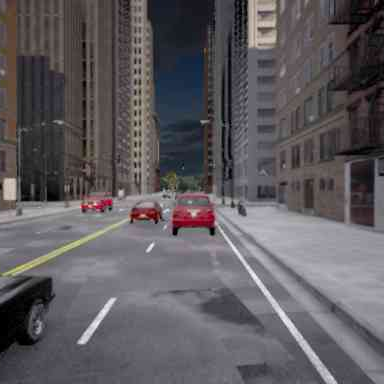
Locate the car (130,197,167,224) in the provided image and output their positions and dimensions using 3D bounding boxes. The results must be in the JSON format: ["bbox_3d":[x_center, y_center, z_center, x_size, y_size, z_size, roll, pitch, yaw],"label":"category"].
[{"bbox_3d":[-3.156,1.347,23.818,1.882,1.535,5.008,0,0,0],"label":"car"}]

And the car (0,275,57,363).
[{"bbox_3d":[-3.149,1.585,3.343,1.895,1.301,4.718,0,0,0],"label":"car"}]

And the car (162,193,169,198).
[{"bbox_3d":[-6.526,1.036,84.293,2.033,1.411,5.357,0,0,0],"label":"car"}]

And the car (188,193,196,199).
[{"bbox_3d":[-0.027,0.963,86.984,1.837,1.490,4.892,0,0,0],"label":"car"}]

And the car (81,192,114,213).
[{"bbox_3d":[-9.762,1.026,34.735,2.150,2.045,5.566,0,0,0],"label":"car"}]

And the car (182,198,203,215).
[{"bbox_3d":[0.109,1.341,32.103,1.812,1.442,4.674,0,0,3],"label":"car"}]

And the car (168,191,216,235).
[{"bbox_3d":[0.092,1.118,18.218,2.150,2.045,5.566,0,0,0],"label":"car"}]
